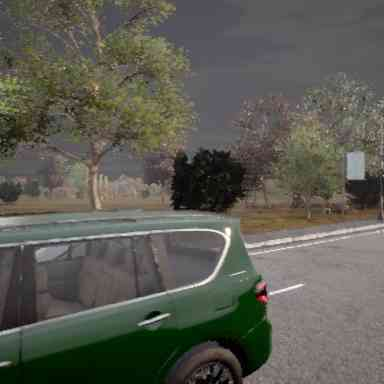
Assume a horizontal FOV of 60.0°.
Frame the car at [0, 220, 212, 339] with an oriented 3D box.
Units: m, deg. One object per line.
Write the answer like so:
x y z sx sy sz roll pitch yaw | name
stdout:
-2.050 1.522 6.932 4.892 1.490 1.837 0 0 -37 | car

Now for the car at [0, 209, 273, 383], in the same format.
-1.726 1.230 2.817 5.566 2.045 2.150 0 0 -36 | car
